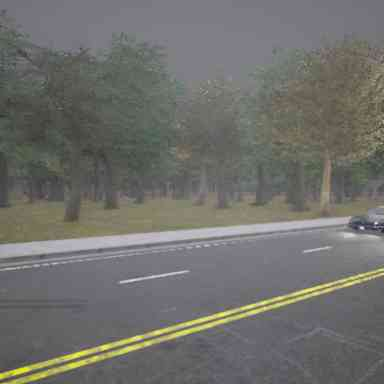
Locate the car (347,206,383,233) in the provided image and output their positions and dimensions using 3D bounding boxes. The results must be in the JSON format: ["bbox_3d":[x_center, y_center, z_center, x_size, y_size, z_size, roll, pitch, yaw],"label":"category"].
[{"bbox_3d":[11.433,1.570,19.685,5.357,1.411,2.033,0,0,-35],"label":"car"}]
